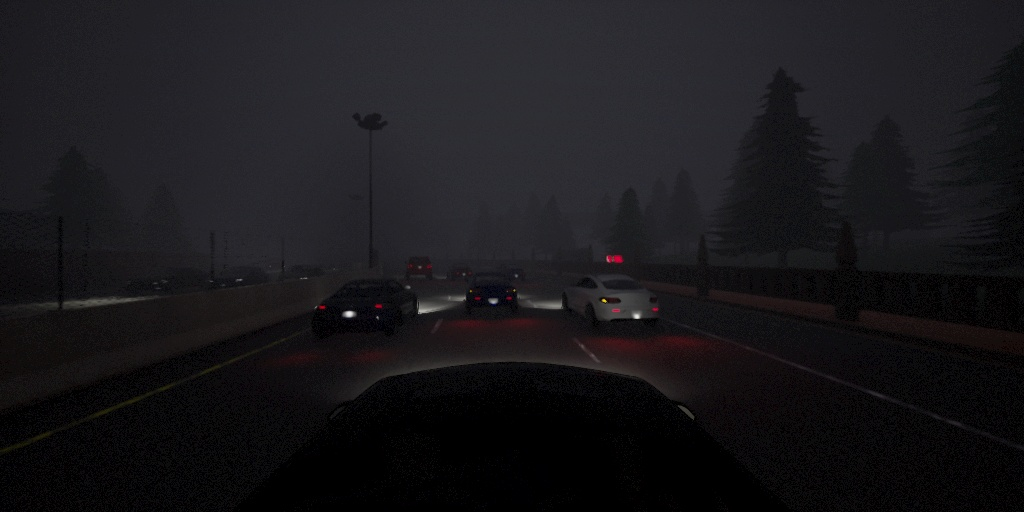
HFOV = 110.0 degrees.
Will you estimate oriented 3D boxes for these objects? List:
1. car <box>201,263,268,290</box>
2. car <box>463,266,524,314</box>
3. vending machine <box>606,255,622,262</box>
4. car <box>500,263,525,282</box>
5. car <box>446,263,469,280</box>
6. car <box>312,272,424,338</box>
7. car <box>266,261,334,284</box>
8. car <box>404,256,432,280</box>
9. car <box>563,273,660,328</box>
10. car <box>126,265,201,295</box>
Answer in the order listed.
[{"bbox_3d":[-16.754,1.367,22.351,1.812,1.442,4.674,0,0,-14],"label":"car"},{"bbox_3d":[-0.882,1.289,13.935,1.812,1.442,4.674,0,0,-7],"label":"car"},{"bbox_3d":[8.123,0.927,28.454,1.100,2.100,0.880,0,0,-14],"label":"vending machine"},{"bbox_3d":[-0.232,1.296,28.902,1.812,1.442,4.674,0,0,-14],"label":"car"},{"bbox_3d":[-4.568,1.318,31.369,1.812,1.442,4.674,0,0,-17],"label":"car"},{"bbox_3d":[-3.999,1.339,10.409,1.994,1.385,4.181,0,0,-5],"label":"car"},{"bbox_3d":[-13.306,1.318,22.883,2.128,1.511,4.902,0,0,-14],"label":"car"},{"bbox_3d":[-8.408,1.032,32.191,2.150,2.045,5.566,0,0,-17],"label":"car"},{"bbox_3d":[2.919,1.269,11.303,1.812,1.442,4.674,0,0,-5],"label":"car"},{"bbox_3d":[-20.092,1.334,21.237,1.882,1.535,5.008,0,0,-14],"label":"car"}]
